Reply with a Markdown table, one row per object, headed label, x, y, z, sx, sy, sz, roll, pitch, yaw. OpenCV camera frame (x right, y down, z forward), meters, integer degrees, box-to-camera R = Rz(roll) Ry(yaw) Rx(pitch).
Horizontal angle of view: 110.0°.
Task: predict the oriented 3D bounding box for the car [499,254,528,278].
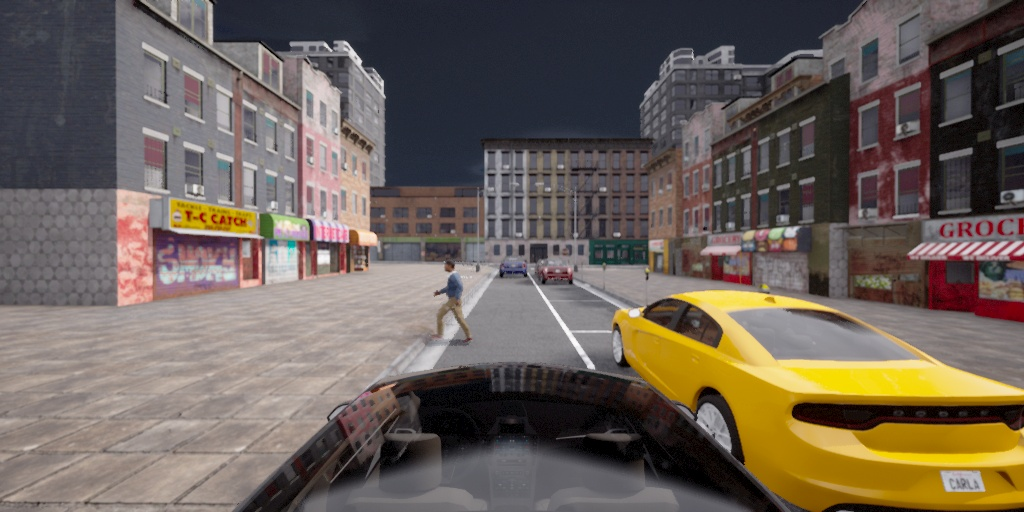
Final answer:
| label | x | y | z | sx | sy | sz | roll | pitch | yaw |
| --- | --- | --- | --- | --- | --- | --- | --- | --- | --- |
| car | 0.121 | 0.705 | 28.349 | 2.097 | 1.767 | 4.553 | 0 | 1 | 0 |

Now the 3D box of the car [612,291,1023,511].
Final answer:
| label | x | y | z | sx | sy | sz | roll | pitch | yaw |
| --- | --- | --- | --- | --- | --- | --- | --- | --- | --- |
| car | 2.753 | 1.183 | 4.660 | 1.882 | 1.535 | 5.008 | 0 | 1 | 0 |

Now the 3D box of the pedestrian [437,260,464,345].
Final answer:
| label | x | y | z | sx | sy | sz | roll | pitch | yaw |
| --- | --- | --- | --- | --- | --- | --- | --- | --- | --- |
| pedestrian | -1.313 | 0.953 | 7.677 | 0.375 | 1.860 | 0.375 | 0 | 0 | 0 |

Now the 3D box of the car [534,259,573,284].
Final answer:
| label | x | y | z | sx | sy | sz | roll | pitch | yaw |
| --- | --- | --- | --- | --- | --- | --- | --- | --- | --- |
| car | 2.675 | 0.873 | 22.853 | 1.967 | 1.591 | 4.097 | 0 | 0 | 0 |
